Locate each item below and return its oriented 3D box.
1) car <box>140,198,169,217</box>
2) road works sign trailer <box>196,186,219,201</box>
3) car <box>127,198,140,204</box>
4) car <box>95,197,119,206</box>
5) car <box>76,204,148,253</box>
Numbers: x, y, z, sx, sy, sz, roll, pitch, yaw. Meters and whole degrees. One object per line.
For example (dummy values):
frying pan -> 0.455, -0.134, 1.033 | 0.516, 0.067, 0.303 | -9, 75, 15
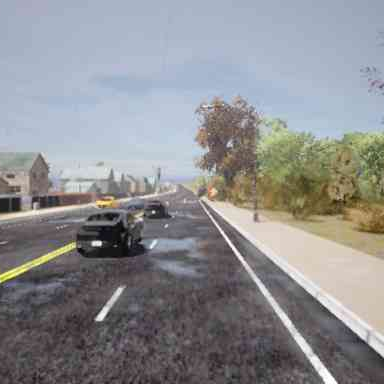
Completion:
car -> -3.146, 1.386, 29.586 | 1.837, 1.490, 4.892 | 0, 0, 0
road works sign trailer -> 2.442, -0.016, 59.955 | 3.560, 2.380, 2.880 | 0, 46, -47
car -> -6.584, 1.382, 39.924 | 2.033, 1.411, 5.357 | 0, 0, 0
car -> -9.832, 1.318, 38.785 | 1.882, 1.535, 5.008 | 0, 0, 0
car -> -3.148, 1.452, 13.409 | 1.837, 1.490, 4.892 | 0, 0, 0
